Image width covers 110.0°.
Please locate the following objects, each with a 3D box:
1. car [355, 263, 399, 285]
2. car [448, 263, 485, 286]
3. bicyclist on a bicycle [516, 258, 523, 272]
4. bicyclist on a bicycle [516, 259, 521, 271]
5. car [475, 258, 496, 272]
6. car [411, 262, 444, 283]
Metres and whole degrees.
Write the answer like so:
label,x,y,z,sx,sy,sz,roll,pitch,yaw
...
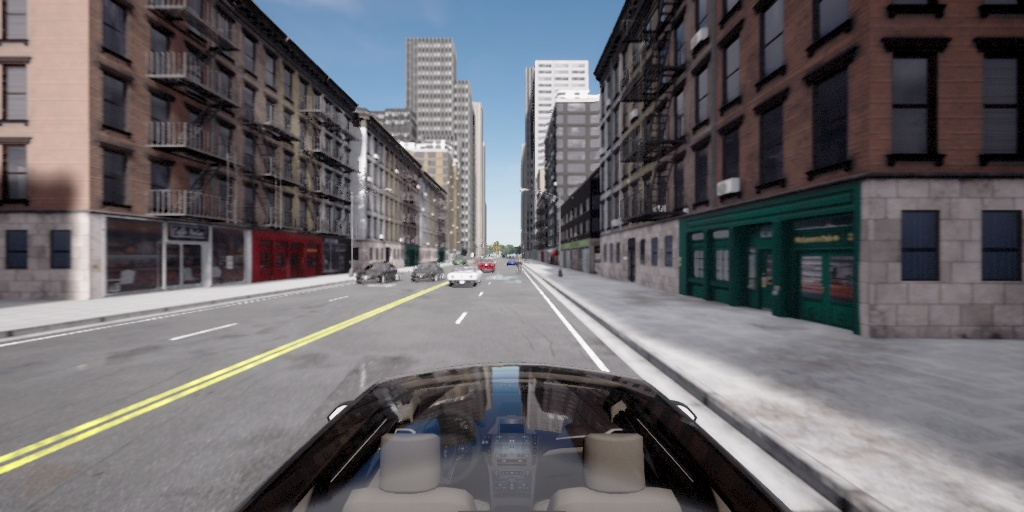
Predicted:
label,x,y,z,sx,sy,sz,roll,pitch,yaw
car,-9.856,1.253,26.553,1.837,1.490,4.892,0,0,0
car,-3.161,1.350,24.976,1.895,1.301,4.718,0,0,0
bicyclist on a bicycle,0.877,1.122,39.840,0.659,1.776,1.843,0,0,0
bicyclist on a bicycle,0.874,1.206,48.910,0.582,1.620,1.656,0,0,0
car,-3.169,1.104,45.855,2.097,1.767,4.553,0,0,0
car,-6.605,1.254,28.454,1.837,1.490,4.892,0,0,0
